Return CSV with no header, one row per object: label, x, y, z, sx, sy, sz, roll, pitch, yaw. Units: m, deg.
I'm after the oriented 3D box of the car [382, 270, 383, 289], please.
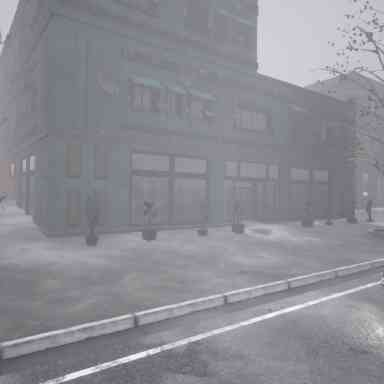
car,6.324,1.580,7.758,4.892,1.490,1.837,1,0,-35
